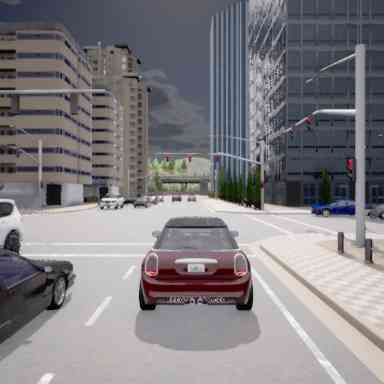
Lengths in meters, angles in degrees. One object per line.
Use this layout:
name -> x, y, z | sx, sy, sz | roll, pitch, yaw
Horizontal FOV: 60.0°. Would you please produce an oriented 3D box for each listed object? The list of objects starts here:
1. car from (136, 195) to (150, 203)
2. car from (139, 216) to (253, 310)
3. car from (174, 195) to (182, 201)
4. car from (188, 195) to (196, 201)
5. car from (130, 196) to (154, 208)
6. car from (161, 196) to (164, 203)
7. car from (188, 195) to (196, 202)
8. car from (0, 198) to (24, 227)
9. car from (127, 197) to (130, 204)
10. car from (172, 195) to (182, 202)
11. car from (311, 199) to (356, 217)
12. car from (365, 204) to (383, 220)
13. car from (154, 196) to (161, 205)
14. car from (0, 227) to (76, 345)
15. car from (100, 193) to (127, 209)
car -> -10.519, 1.517, 71.752 | 2.128, 1.511, 4.902 | 0, 0, 0
car -> 0.081, 1.351, 7.946 | 2.097, 1.767, 4.553 | 0, 0, 0
car -> -3.522, 1.499, 84.311 | 2.033, 1.411, 5.357 | 0, 0, 0
car -> -0.022, 1.483, 84.311 | 1.812, 1.442, 4.674 | 0, 0, 0
car -> -7.111, 1.542, 47.951 | 2.033, 1.411, 5.357 | 0, 0, 0
car -> -7.019, 1.517, 70.826 | 2.128, 1.511, 4.902 | 0, 0, 0
car -> -0.020, 1.538, 75.818 | 1.994, 1.385, 4.181 | 0, 0, 0
car -> -7.114, 1.222, 9.738 | 2.150, 2.045, 5.566 | 0, 0, 0
car -> -10.600, 1.594, 56.748 | 1.895, 1.301, 4.718 | 0, 0, 0
car -> -3.520, 1.461, 74.700 | 1.882, 1.535, 5.008 | 0, 0, 0
car -> 13.286, 1.419, 29.846 | 5.008, 1.535, 1.882 | 0, 0, 1
car -> 16.273, 1.433, 26.324 | 4.902, 1.511, 2.128 | 0, 0, 0
car -> -7.095, 1.485, 57.841 | 2.128, 1.511, 4.902 | 0, 0, 0
car -> -3.435, 1.547, 4.747 | 2.033, 1.411, 5.357 | 0, 0, 0
car -> -10.611, 1.217, 44.436 | 2.150, 2.045, 5.566 | 0, 0, 0
